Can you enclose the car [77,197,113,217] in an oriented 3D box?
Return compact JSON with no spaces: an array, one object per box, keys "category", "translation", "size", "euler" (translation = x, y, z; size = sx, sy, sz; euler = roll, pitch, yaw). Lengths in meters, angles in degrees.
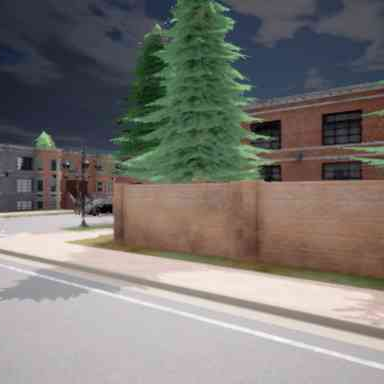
[{"category":"car","translation":[-8.293,1.292,30.675],"size":[2.097,1.767,4.553],"euler":[0,0,38]}]
